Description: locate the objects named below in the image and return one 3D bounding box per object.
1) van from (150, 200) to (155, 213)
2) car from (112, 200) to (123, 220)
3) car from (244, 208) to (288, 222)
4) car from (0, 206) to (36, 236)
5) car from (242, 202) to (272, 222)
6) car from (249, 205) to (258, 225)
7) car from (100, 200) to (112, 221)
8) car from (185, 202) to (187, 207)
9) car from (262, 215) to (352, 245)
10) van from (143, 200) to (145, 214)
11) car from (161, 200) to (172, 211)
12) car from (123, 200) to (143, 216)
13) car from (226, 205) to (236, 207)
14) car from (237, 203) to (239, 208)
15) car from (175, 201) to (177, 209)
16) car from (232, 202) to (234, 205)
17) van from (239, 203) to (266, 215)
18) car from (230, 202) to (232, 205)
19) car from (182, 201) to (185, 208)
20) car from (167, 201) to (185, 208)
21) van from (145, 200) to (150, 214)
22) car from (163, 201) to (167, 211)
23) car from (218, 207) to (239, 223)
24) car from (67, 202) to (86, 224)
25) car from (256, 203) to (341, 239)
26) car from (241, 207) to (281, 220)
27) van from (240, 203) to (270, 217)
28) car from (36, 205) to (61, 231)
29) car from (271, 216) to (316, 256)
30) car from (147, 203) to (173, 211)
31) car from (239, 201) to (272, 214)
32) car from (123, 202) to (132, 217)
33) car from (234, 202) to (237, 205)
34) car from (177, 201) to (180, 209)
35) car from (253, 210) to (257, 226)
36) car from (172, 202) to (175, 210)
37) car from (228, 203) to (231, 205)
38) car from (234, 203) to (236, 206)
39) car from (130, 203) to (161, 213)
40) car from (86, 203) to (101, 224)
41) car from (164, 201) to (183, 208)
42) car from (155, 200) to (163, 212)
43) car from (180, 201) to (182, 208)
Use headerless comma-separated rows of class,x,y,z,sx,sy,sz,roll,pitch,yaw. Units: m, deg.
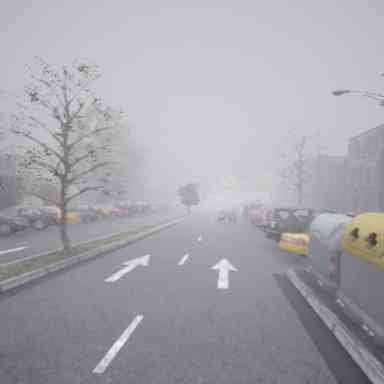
van,-8.208,2.231,49.517,4.442,1.987,1.878,1,-2,-14
car,-9.831,1.916,34.688,4.553,1.767,2.185,2,-1,-14
car,9.014,2.826,40.732,4.792,1.488,2.163,3,-1,-14
car,-11.605,1.581,18.232,4.892,1.521,2.231,1,-2,-14
car,8.086,2.297,31.769,5.566,2.045,2.435,3,-1,-14
car,7.754,2.339,28.788,4.553,1.767,2.185,3,-2,-14
car,-10.204,1.832,31.721,4.553,1.767,2.185,1,-2,-14
car,-4.919,3.581,90.798,5.366,1.575,1.946,1,-1,-17
car,6.805,2.252,19.794,4.674,1.452,2.002,3,-1,-14
van,-8.821,2.066,43.595,4.442,1.987,1.878,1,-2,-14
car,-7.120,2.532,61.311,5.566,2.045,2.435,1,-1,-14
car,-9.269,1.954,40.597,5.566,2.045,2.435,1,-1,-14
car,5.017,2.954,47.792,1.895,1.301,4.718,2,-1,6
car,9.394,2.632,43.748,5.566,2.045,2.435,3,-2,-14
car,-6.205,2.905,70.189,4.553,1.767,2.185,1,-1,-15
car,12.839,3.865,79.708,5.008,1.535,2.097,3,-2,-16
van,11.124,3.147,61.647,4.442,1.987,1.878,3,-1,-14
car,13.262,4.024,85.728,5.008,1.535,2.097,3,-1,-17
car,-5.076,3.432,84.943,5.008,1.535,2.097,1,-1,-16
car,-4.566,3.542,93.822,4.553,1.767,2.185,1,-1,-17
van,-8.515,2.149,46.556,4.442,1.987,1.878,1,-2,-14
car,-7.376,2.732,58.366,4.792,1.488,2.163,1,-2,-14
car,3.880,2.644,36.591,1.895,1.301,4.718,2,-1,7
car,-11.065,1.762,24.928,5.366,1.575,1.946,1,-1,-14
car,6.516,1.871,16.816,5.566,2.045,2.435,3,-2,-14
car,9.673,2.964,46.717,5.008,1.535,2.097,3,-1,-14
van,10.507,2.982,55.656,4.442,1.987,1.878,3,-1,-14
car,-11.237,1.677,21.604,4.892,1.521,2.231,1,-1,-14
car,6.334,2.028,13.838,5.366,1.575,1.946,3,-2,-14
car,-6.508,2.950,67.224,4.892,1.521,2.231,2,-1,-14
car,8.716,2.463,37.748,5.566,2.045,2.435,3,-1,-14
car,-9.559,2.164,37.642,4.674,1.452,2.002,2,-2,-14
car,12.083,3.625,70.675,4.892,1.521,2.231,3,-2,-15
car,-5.966,3.112,73.131,5.008,1.535,2.097,2,-1,-15
car,7.137,2.300,22.801,5.008,1.535,2.097,3,-1,-14
car,-6.623,2.868,64.321,5.366,1.575,1.946,2,-2,-14
car,13.420,3.849,88.738,5.566,2.045,2.435,3,-1,-17
car,11.826,3.543,67.669,5.008,1.535,2.097,3,-1,-15
car,-7.738,2.648,55.386,4.792,1.488,2.163,1,-1,-14
car,-10.506,1.894,28.361,4.792,1.488,2.163,1,-2,-14
car,-4.933,3.385,87.898,4.553,1.767,2.185,1,-2,-16
car,-7.836,2.538,52.486,5.366,1.575,1.946,2,-2,-14
car,-5.526,3.301,79.023,4.792,1.488,2.163,1,-1,-15
